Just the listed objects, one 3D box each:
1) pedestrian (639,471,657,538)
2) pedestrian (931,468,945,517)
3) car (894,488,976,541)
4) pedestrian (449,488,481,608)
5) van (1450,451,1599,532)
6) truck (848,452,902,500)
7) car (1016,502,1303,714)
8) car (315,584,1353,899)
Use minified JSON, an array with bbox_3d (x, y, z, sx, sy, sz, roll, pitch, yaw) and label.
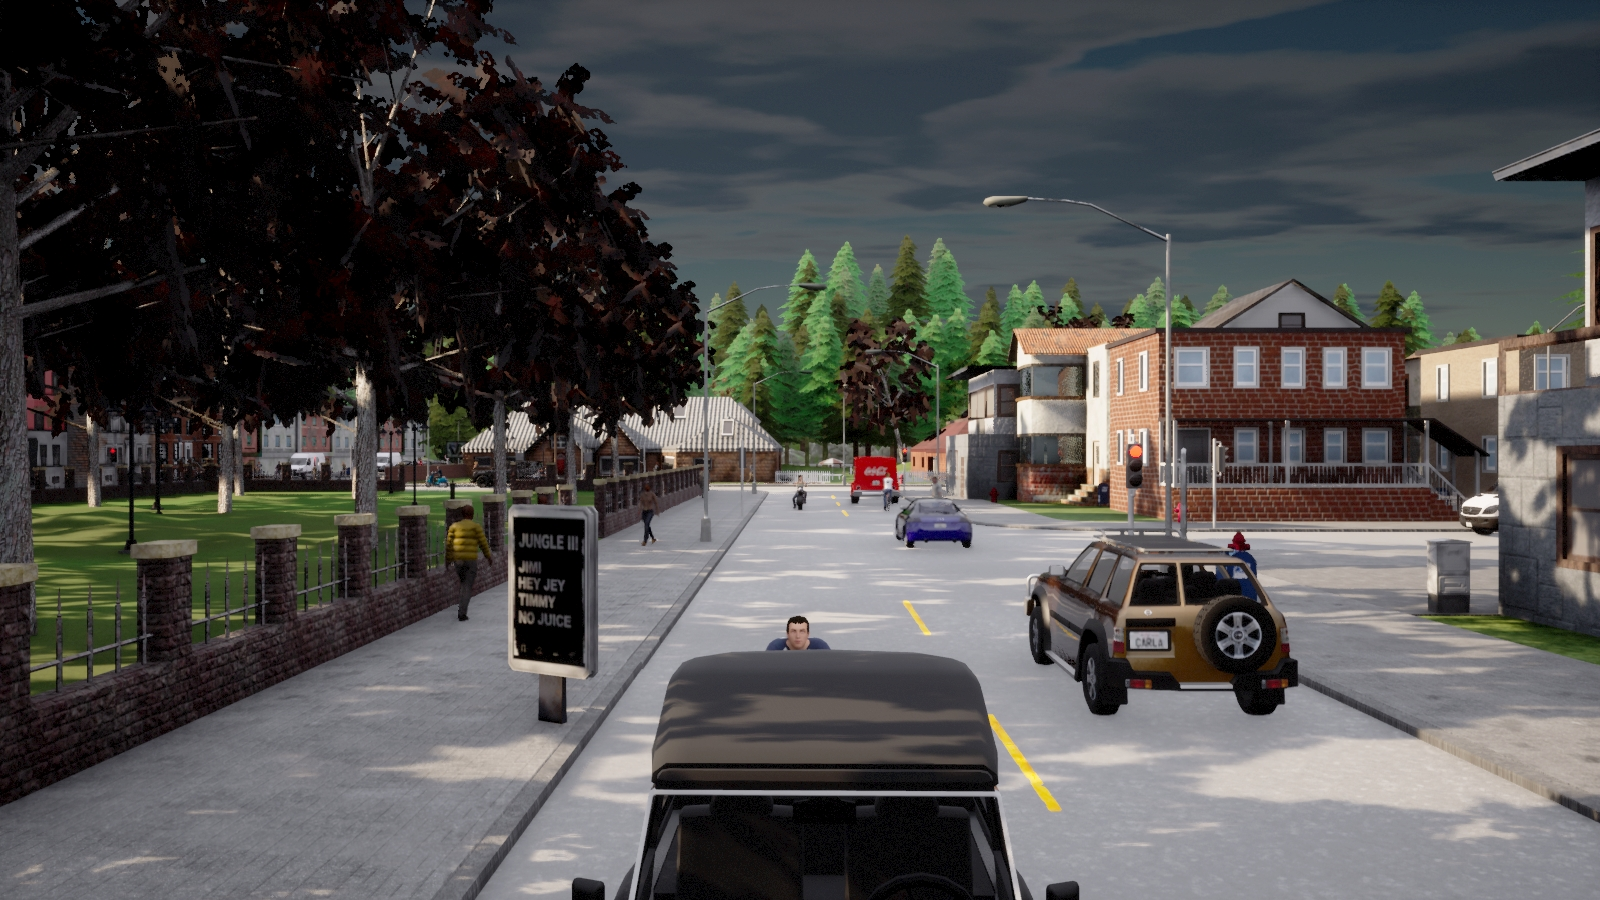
[{"bbox_3d":[-4.275,1.538,32.193,0.375,1.860,0.375,0,0,15],"label":"pedestrian"},{"bbox_3d":[5.332,1.646,44.191,0.375,1.860,0.375,0,0,-31],"label":"pedestrian"},{"bbox_3d":[4.003,1.912,34.572,1.994,1.385,4.181,0,0,0],"label":"car"},{"bbox_3d":[-5.267,1.532,17.951,0.375,1.860,0.375,0,0,4],"label":"pedestrian"},{"bbox_3d":[24.712,1.329,37.232,5.915,2.561,1.988,0,0,0],"label":"van"},{"bbox_3d":[3.969,1.372,61.570,2.627,2.467,5.204,0,0,1],"label":"truck"},{"bbox_3d":[3.945,1.650,13.460,1.932,1.855,4.605,0,0,0],"label":"car"},{"bbox_3d":[0.090,1.640,4.031,1.905,1.878,3.866,0,0,1],"label":"car"}]
